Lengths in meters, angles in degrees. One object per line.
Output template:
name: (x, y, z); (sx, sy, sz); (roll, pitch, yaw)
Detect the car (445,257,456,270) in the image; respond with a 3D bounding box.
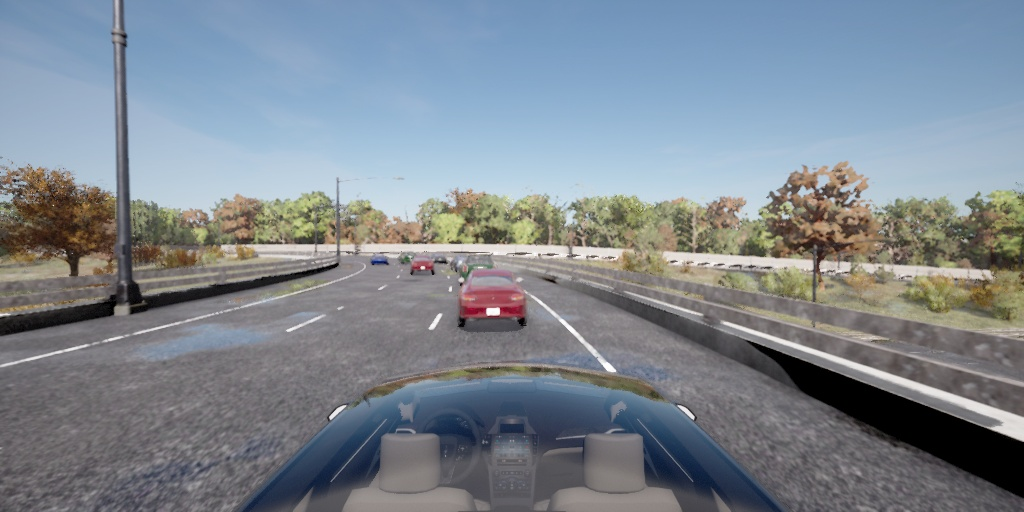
car: (-4.449, 0.639, 32.134); (2.033, 1.411, 5.357); (0, 1, -16)

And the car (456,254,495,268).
car: (-2.040, 0.682, 21.040); (2.097, 1.767, 4.553); (0, 1, -10)

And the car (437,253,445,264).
car: (-9.866, 0.343, 46.856); (1.994, 1.385, 4.181); (-1, 1, -24)

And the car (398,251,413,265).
car: (-13.567, 0.143, 46.557); (2.097, 1.767, 4.553); (-1, 1, -24)

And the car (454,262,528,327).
car: (-0.627, 1.080, 10.682); (1.812, 1.442, 4.674); (0, 1, -5)

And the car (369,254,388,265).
car: (-17.149, 0.373, 46.015); (1.994, 1.385, 4.181); (-1, 1, -24)

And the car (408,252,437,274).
car: (-7.363, 0.682, 29.411); (1.812, 1.442, 4.674); (0, 1, -15)
